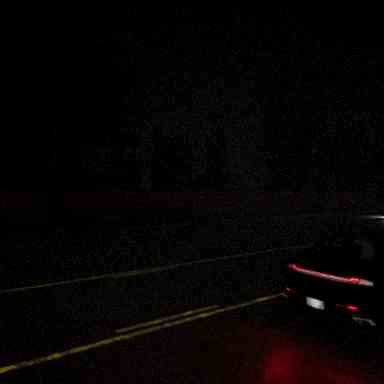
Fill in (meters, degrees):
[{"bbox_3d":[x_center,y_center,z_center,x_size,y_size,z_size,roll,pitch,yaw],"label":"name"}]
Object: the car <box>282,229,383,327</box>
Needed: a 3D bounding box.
[{"bbox_3d":[3.854,1.480,6.491,4.902,1.511,2.128,0,0,-35],"label":"car"}]
